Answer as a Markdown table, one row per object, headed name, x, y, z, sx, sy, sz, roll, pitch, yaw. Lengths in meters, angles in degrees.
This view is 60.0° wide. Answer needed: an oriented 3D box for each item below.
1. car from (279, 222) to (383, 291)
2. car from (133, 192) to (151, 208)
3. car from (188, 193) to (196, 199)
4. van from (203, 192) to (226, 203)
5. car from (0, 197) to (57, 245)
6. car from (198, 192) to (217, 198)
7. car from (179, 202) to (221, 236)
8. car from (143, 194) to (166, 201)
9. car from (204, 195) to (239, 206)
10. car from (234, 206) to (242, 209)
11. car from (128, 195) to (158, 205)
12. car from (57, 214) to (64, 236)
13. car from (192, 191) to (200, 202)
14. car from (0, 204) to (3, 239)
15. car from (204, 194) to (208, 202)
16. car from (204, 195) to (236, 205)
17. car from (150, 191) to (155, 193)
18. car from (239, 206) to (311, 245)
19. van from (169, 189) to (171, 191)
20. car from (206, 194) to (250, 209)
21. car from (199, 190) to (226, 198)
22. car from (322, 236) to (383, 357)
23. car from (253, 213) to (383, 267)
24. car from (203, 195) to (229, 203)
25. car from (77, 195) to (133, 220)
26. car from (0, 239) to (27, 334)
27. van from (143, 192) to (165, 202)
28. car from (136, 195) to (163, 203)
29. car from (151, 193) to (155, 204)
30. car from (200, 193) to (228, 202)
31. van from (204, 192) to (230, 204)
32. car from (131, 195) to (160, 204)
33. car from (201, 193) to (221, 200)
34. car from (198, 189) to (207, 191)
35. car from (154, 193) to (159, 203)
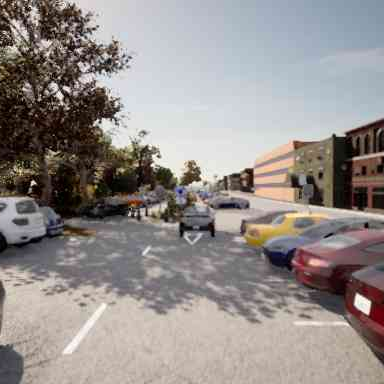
| name | x | y | z | sx | sy | sz | roll | pitch | yaw |
| --- | --- | --- | --- | --- | --- | --- | --- | --- | --- |
| car | 4.539 | 1.524 | 7.147 | 4.674 | 1.452 | 2.002 | 0 | 0 | 0 |
| car | -8.174 | 1.174 | 44.343 | 4.553 | 1.767 | 2.185 | 0 | 0 | 0 |
| car | 0.067 | 0.986 | 81.516 | 1.895 | 1.301 | 4.718 | 0 | 1 | 0 |
| van | 4.315 | 1.045 | 64.001 | 4.442 | 1.987 | 1.878 | 0 | 0 | 0 |
| car | -8.565 | 1.236 | 12.720 | 5.566 | 2.045 | 2.435 | 0 | 0 | 0 |
| car | 4.328 | 0.763 | 92.397 | 5.366 | 1.575 | 1.946 | 0 | 1 | 0 |
| car | 0.377 | 1.512 | 18.453 | 2.128 | 1.511 | 4.902 | 0 | 0 | 4 |
| car | -8.147 | 1.171 | 72.603 | 4.792 | 1.488 | 2.163 | 0 | 1 | 0 |
| car | 4.396 | 1.293 | 49.994 | 5.008 | 1.535 | 2.097 | 0 | 0 | 0 |
| car | 4.528 | 1.530 | 15.355 | 4.674 | 1.452 | 2.002 | -1 | 0 | 0 |
| car | -8.141 | 1.315 | 55.513 | 4.792 | 1.488 | 2.163 | 0 | 0 | 0 |
| car | -8.505 | 1.364 | 15.505 | 4.553 | 1.767 | 2.185 | 0 | 0 | 0 |
| car | 0.045 | 1.067 | 69.621 | 2.097 | 1.767 | 4.553 | 0 | 1 | 0 |
| car | -8.569 | 1.360 | 9.809 | 4.553 | 1.767 | 2.185 | 0 | 0 | 0 |
| car | 4.372 | 1.340 | 44.342 | 4.674 | 1.452 | 2.002 | 0 | 0 | 0 |
| car | 4.394 | 1.289 | 52.819 | 5.008 | 1.535 | 2.097 | 0 | 0 | 0 |
| car | -8.125 | 1.027 | 61.160 | 5.566 | 2.045 | 2.435 | 0 | 0 | 0 |
| car | 4.729 | 1.485 | 12.714 | 5.366 | 1.575 | 1.946 | 0 | 0 | 0 |
| van | -8.195 | 0.701 | 83.891 | 4.442 | 1.987 | 1.878 | 0 | 1 | 0 |
| car | 4.329 | 1.337 | 38.690 | 4.792 | 1.488 | 2.163 | 0 | 0 | 0 |
| car | 4.435 | 1.034 | 55.645 | 5.566 | 2.045 | 2.435 | 0 | 0 | 0 |
| car | 4.570 | 1.512 | 4.364 | 4.792 | 1.488 | 2.163 | 0 | 0 | 0 |
| car | 4.513 | 1.516 | 9.931 | 4.792 | 1.488 | 2.163 | 0 | 0 | 0 |
| car | 4.421 | 1.318 | 61.296 | 4.674 | 1.452 | 2.002 | 0 | 0 | 0 |
| car | -7.300 | 1.269 | 27.489 | 2.097 | 1.767 | 4.553 | 1 | 1 | 24 |
| car | -3.588 | 1.509 | 2.839 | 1.837 | 1.490 | 4.892 | 0 | -1 | 0 |
| van | -8.006 | 0.969 | 69.771 | 4.442 | 1.987 | 1.878 | 0 | 1 | 0 |
| car | -8.139 | 1.271 | 63.996 | 5.008 | 1.535 | 2.097 | 0 | 0 | 0 |
| car | -8.192 | 1.296 | 47.042 | 5.008 | 1.535 | 2.097 | 0 | 0 | 0 |
| car | 4.197 | 1.294 | 47.168 | 5.366 | 1.575 | 1.946 | 0 | 0 | 0 |
| van | 4.299 | 1.056 | 58.471 | 4.442 | 1.987 | 1.878 | 0 | 0 | 0 |
| car | -8.132 | 1.311 | 58.337 | 4.792 | 1.488 | 2.163 | 0 | 0 | 0 |
| car | 4.470 | 1.074 | 78.271 | 4.674 | 1.452 | 2.002 | 0 | 1 | 0 |
| car | 4.466 | 0.747 | 86.743 | 4.553 | 1.767 | 2.185 | 0 | 1 | 0 |
| car | -8.185 | 1.290 | 52.815 | 4.892 | 1.521 | 2.231 | 0 | 0 | 0 |
